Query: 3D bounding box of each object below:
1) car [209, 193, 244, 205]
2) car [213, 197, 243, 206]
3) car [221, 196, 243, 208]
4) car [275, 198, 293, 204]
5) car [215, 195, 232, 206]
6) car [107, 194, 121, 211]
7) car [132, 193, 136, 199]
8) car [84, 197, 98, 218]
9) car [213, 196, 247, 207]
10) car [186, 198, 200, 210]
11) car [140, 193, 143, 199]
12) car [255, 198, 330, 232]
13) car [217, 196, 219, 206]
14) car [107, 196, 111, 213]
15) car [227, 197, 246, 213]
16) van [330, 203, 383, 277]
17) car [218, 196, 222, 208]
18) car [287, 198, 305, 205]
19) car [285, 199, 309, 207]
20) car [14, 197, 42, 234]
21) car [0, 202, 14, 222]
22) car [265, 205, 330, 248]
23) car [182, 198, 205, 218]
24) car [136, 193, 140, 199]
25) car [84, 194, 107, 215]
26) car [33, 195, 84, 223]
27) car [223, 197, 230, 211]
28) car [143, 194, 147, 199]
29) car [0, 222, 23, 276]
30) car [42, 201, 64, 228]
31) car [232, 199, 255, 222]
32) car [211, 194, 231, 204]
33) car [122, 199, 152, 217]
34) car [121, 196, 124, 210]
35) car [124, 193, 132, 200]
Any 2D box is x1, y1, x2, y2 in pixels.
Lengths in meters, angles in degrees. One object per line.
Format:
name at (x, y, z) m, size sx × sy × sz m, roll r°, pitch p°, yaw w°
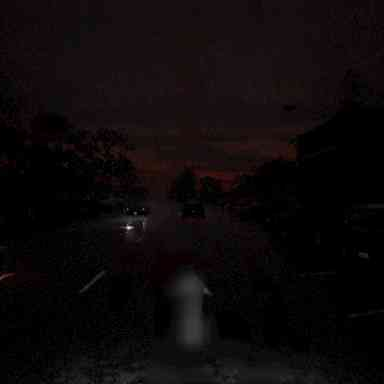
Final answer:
car at (6.065, 1.271, 58.920) m, size 5.566 × 2.045 × 2.435 m, roll 1°, pitch 0°, yaw -20°
car at (6.037, 1.561, 55.943) m, size 4.674 × 1.452 × 2.002 m, roll 1°, pitch 0°, yaw -20°
car at (6.193, 1.510, 35.303) m, size 5.366 × 1.575 × 1.946 m, roll 1°, pitch 0°, yaw -20°
car at (24.757, 2.463, 89.989) m, size 2.231 × 1.521 × 4.892 m, roll 2°, pitch -1°, yaw -21°
car at (6.031, 1.516, 44.115) m, size 4.892 × 1.521 × 2.231 m, roll 1°, pitch 0°, yaw -20°
car at (-10.955, 1.258, 36.168) m, size 5.566 × 2.045 × 2.435 m, roll -1°, pitch 0°, yaw -20°
car at (-10.942, 1.390, 48.254) m, size 4.553 × 1.767 × 2.185 m, roll -1°, pitch 0°, yaw -20°
car at (-10.754, 1.499, 27.177) m, size 5.366 × 1.575 × 1.946 m, roll -1°, pitch 0°, yaw -20°
car at (6.040, 1.520, 52.986) m, size 4.892 × 1.521 × 2.231 m, roll 1°, pitch 0°, yaw -20°
car at (0.129, 1.531, 44.319) m, size 1.837 × 1.490 × 4.892 m, roll 0°, pitch 0°, yaw 0°
car at (-10.884, 1.392, 54.319) m, size 4.553 × 1.767 × 2.185 m, roll -1°, pitch 0°, yaw -20°
car at (6.042, 1.375, 17.488) m, size 4.553 × 1.767 × 2.185 m, roll 1°, pitch 0°, yaw -20°
car at (6.051, 1.543, 41.165) m, size 4.792 × 1.488 × 2.163 m, roll 1°, pitch 0°, yaw -20°
car at (-10.911, 1.509, 33.147) m, size 4.892 × 1.521 × 2.231 m, roll -1°, pitch 0°, yaw -20°
car at (6.189, 1.506, 29.386) m, size 5.366 × 1.575 × 1.946 m, roll 1°, pitch 0°, yaw -20°
van at (6.118, 1.270, 8.646) m, size 4.442 × 1.987 × 1.878 m, roll 1°, pitch 0°, yaw -20°
car at (6.022, 1.511, 38.199) m, size 5.008 × 1.535 × 2.097 m, roll 1°, pitch 0°, yaw -20°
car at (28.150, 2.568, 90.019) m, size 2.231 × 1.521 × 4.892 m, roll 2°, pitch -1°, yaw -21°
car at (22.510, 2.339, 71.653) m, size 1.946 × 1.575 × 5.366 m, roll 2°, pitch 1°, yaw -21°
car at (-10.906, 1.374, 18.051) m, size 4.553 × 1.767 × 2.185 m, roll -1°, pitch 0°, yaw -20°
car at (-10.900, 1.372, 15.022) m, size 4.553 × 1.767 × 2.185 m, roll -1°, pitch 0°, yaw -20°
car at (6.009, 1.500, 14.513) m, size 4.892 × 1.521 × 2.231 m, roll 1°, pitch 0°, yaw -20°
car at (0.119, 1.498, 30.114) m, size 1.882 × 1.535 × 5.008 m, roll 0°, pitch -1°, yaw 0°
car at (-10.946, 1.392, 51.281) m, size 4.553 × 1.767 × 2.185 m, roll -1°, pitch 0°, yaw -20°
car at (-10.897, 1.254, 30.140) m, size 5.566 × 2.045 × 2.435 m, roll -1°, pitch 0°, yaw -20°
car at (-10.960, 1.252, 24.077) m, size 5.566 × 2.045 × 2.435 m, roll -1°, pitch 0°, yaw -20°
car at (6.021, 1.508, 32.269) m, size 5.008 × 1.535 × 2.097 m, roll 1°, pitch 0°, yaw -20°
car at (-10.916, 1.521, 57.333) m, size 4.892 × 1.521 × 2.231 m, roll -1°, pitch 0°, yaw -20°
car at (-5.079, 1.497, 5.306) m, size 2.128 × 1.511 × 4.902 m, roll 0°, pitch 0°, yaw 0°
car at (-10.901, 1.531, 21.075) m, size 4.792 × 1.488 × 2.163 m, roll -1°, pitch 0°, yaw -20°
car at (5.993, 1.535, 26.339) m, size 4.792 × 1.488 × 2.163 m, roll 1°, pitch 0°, yaw -20°
car at (5.861, 1.511, 46.998) m, size 5.366 × 1.575 × 1.946 m, roll 1°, pitch 0°, yaw -20°
car at (-5.077, 1.622, 32.138) m, size 1.895 × 1.301 × 4.718 m, roll 0°, pitch 0°, yaw 0°
car at (-10.892, 1.540, 39.211) m, size 4.792 × 1.488 × 2.163 m, roll -1°, pitch 0°, yaw -20°
car at (-10.897, 1.261, 42.235) m, size 5.566 × 2.045 × 2.435 m, roll -1°, pitch 0°, yaw -20°
